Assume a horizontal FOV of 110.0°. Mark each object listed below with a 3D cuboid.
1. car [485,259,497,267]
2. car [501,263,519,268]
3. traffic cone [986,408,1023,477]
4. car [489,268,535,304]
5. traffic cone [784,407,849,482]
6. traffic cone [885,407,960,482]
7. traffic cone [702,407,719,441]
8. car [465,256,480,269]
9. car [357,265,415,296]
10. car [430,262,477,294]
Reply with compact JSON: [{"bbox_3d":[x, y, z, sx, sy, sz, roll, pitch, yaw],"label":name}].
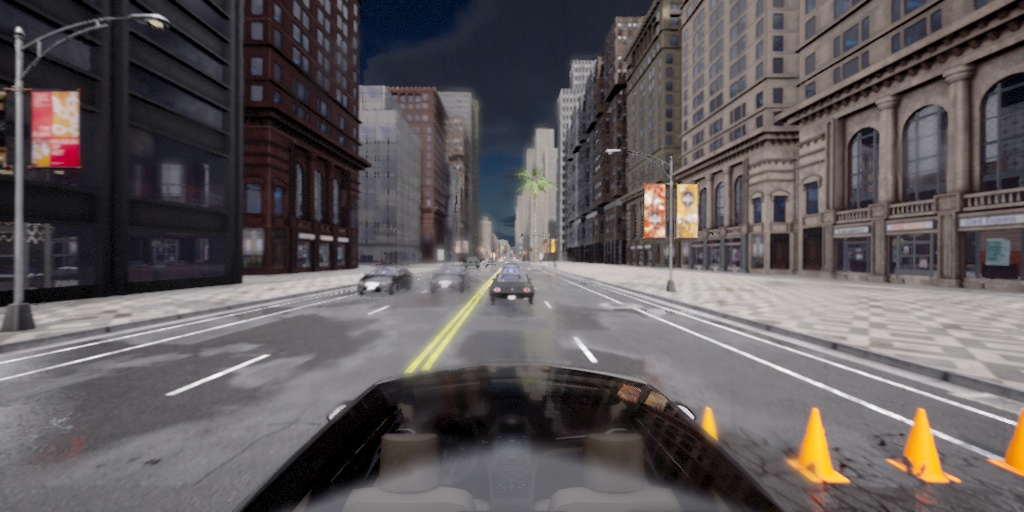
[{"bbox_3d":[-3.611,1.161,62.721,2.033,1.411,5.357,0,0,0],"label":"car"},{"bbox_3d":[-0.100,1.414,34.739,2.033,1.411,5.357,0,0,0],"label":"car"},{"bbox_3d":[4.844,1.731,3.376,0.340,0.580,0.340,0,0,0],"label":"traffic cone"},{"bbox_3d":[0.002,1.401,16.676,1.895,1.301,4.718,0,0,0],"label":"car"},{"bbox_3d":[2.844,1.723,3.365,0.340,0.580,0.340,0,0,0],"label":"traffic cone"},{"bbox_3d":[3.844,1.727,3.371,0.340,0.580,0.340,0,0,0],"label":"traffic cone"},{"bbox_3d":[1.844,1.718,3.359,0.340,0.580,0.340,0,0,0],"label":"traffic cone"},{"bbox_3d":[-6.861,1.087,62.673,2.150,2.045,5.566,0,0,0],"label":"car"},{"bbox_3d":[-6.715,1.273,19.543,2.128,1.511,4.902,0,0,0],"label":"car"},{"bbox_3d":[-3.472,1.292,20.938,2.128,1.511,4.902,0,0,0],"label":"car"}]
